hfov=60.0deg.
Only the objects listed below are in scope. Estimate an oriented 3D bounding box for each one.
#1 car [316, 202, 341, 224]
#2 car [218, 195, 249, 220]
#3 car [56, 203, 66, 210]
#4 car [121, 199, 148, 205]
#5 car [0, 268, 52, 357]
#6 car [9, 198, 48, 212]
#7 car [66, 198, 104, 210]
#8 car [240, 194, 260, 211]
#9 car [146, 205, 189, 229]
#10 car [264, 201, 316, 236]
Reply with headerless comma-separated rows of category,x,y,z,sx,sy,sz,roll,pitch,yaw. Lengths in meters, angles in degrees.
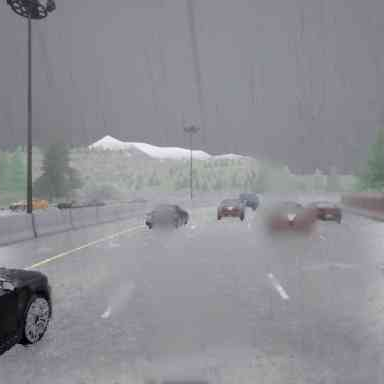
car,9.941,1.486,25.364,1.882,1.535,5.008,0,0,11
car,3.462,1.362,28.321,2.097,1.767,4.553,0,0,12
car,-14.942,1.615,42.048,1.895,1.301,4.718,0,0,16
car,-7.299,1.563,43.230,2.033,1.411,5.357,0,0,18
car,-3.234,1.492,3.490,2.128,1.511,4.902,0,0,2
car,-19.276,1.491,39.395,1.882,1.535,5.008,0,0,15
car,-12.143,1.517,39.032,1.837,1.490,4.892,0,0,16
car,7.151,1.236,41.862,2.150,2.045,5.566,0,0,19
car,-1.468,1.555,21.621,2.033,1.411,5.357,0,0,9
car,5.193,1.358,18.592,2.097,1.767,4.553,0,0,8
